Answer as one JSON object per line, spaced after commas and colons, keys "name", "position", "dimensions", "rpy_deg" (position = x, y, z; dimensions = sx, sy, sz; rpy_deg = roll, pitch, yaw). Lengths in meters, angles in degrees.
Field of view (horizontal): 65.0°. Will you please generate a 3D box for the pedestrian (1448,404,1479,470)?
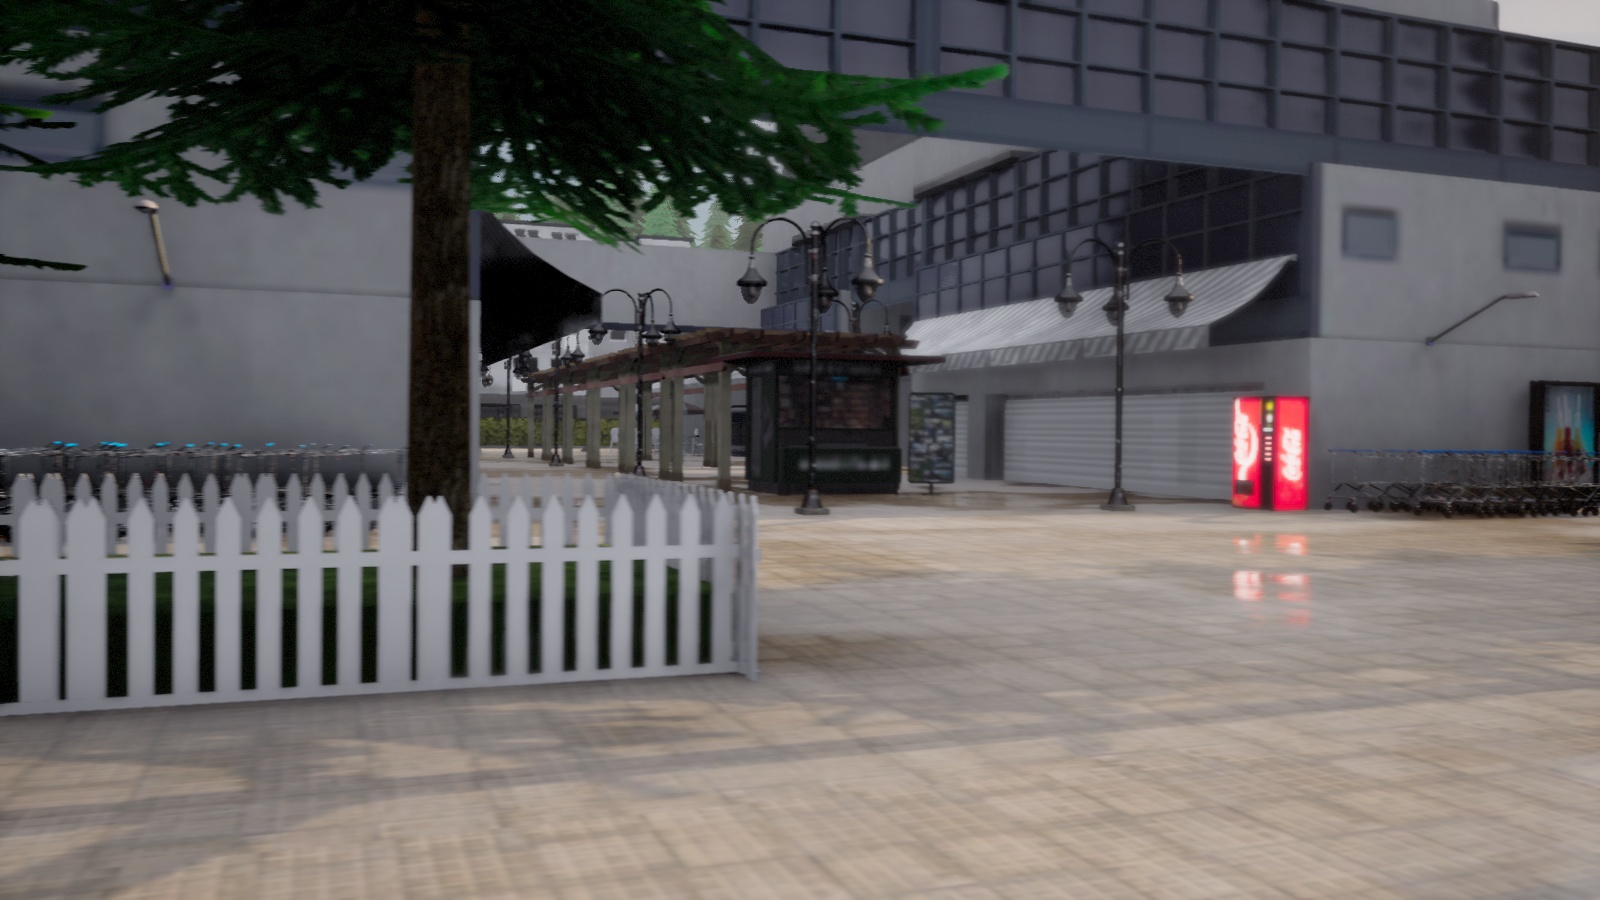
{"name": "pedestrian", "position": [19.799, -0.382, 37.458], "dimensions": [0.788, 1.949, 0.423], "rpy_deg": [0, 1, 31]}
